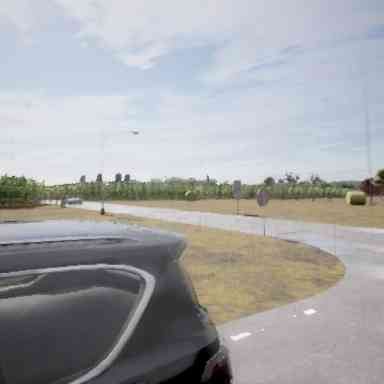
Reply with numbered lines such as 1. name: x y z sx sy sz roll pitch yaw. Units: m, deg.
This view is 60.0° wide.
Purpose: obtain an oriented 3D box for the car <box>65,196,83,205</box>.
1. car: -18.055 1.265 50.370 1.895 1.301 4.718 -2 1 -35

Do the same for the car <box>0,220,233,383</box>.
1. car: -2.310 1.245 1.297 5.566 2.045 2.150 0 0 -36
